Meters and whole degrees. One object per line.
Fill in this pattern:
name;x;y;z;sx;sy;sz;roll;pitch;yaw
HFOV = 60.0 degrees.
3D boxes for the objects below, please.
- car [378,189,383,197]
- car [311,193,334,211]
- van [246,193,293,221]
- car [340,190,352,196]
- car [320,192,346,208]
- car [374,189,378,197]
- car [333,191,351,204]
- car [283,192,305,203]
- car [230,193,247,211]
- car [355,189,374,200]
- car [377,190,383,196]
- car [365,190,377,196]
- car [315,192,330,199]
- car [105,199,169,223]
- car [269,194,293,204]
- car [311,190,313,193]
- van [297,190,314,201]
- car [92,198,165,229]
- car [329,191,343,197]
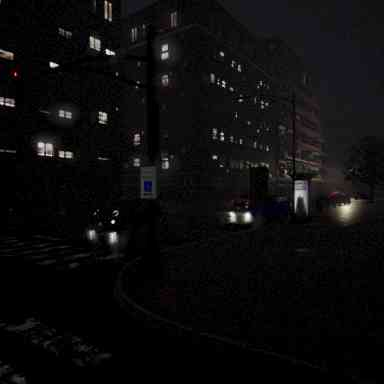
car;41.827;0.356;74.307;1.887;1.381;4.507;1;1;36
car;12.264;1.078;32.912;1.947;1.339;4.313;1;1;36
van;5.695;1.009;23.708;1.690;1.788;3.998;1;1;36
car;38.824;0.278;83.663;2.008;1.369;4.403;1;1;36
car;15.549;0.979;37.511;1.887;1.381;4.507;1;1;36
car;31.973;0.590;60.509;1.887;1.381;4.507;1;1;36
car;18.834;0.923;42.111;1.947;1.339;4.313;1;1;36
car;15.757;0.801;51.361;1.752;1.417;4.829;1;1;36
car;5.607;0.915;32.915;2.097;1.767;4.553;0;1;36
car;28.688;0.564;55.907;1.967;1.590;4.097;1;1;36
car;45.111;0.315;78.907;1.802;1.307;4.206;1;1;36
car;44.217;0.216;82.085;1.994;1.385;4.181;0;1;36
car;25.699;0.621;65.284;1.802;1.307;4.206;1;1;36
car;-3.832;1.283;23.931;1.887;1.381;4.507;1;1;36
car;12.574;0.933;46.906;1.802;1.307;4.206;1;1;36
car;15.928;0.869;47.224;2.033;1.411;5.357;0;1;36
van;19.137;0.536;56.090;1.690;1.788;3.998;1;1;36
car;-3.688;1.135;19.910;2.097;1.767;4.553;0;1;36
car;32.262;0.428;74.473;1.887;1.381;4.507;1;1;36
